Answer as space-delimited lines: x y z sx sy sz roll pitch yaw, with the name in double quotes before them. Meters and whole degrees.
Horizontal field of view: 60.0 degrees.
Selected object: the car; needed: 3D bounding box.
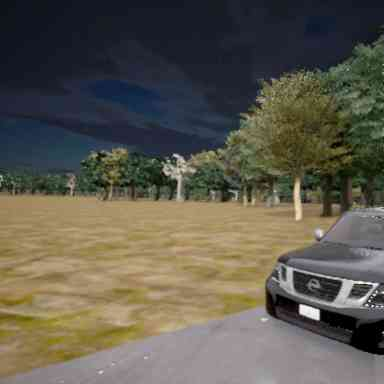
"car" 3.839 1.306 6.194 5.566 2.045 2.150 0 0 -36
